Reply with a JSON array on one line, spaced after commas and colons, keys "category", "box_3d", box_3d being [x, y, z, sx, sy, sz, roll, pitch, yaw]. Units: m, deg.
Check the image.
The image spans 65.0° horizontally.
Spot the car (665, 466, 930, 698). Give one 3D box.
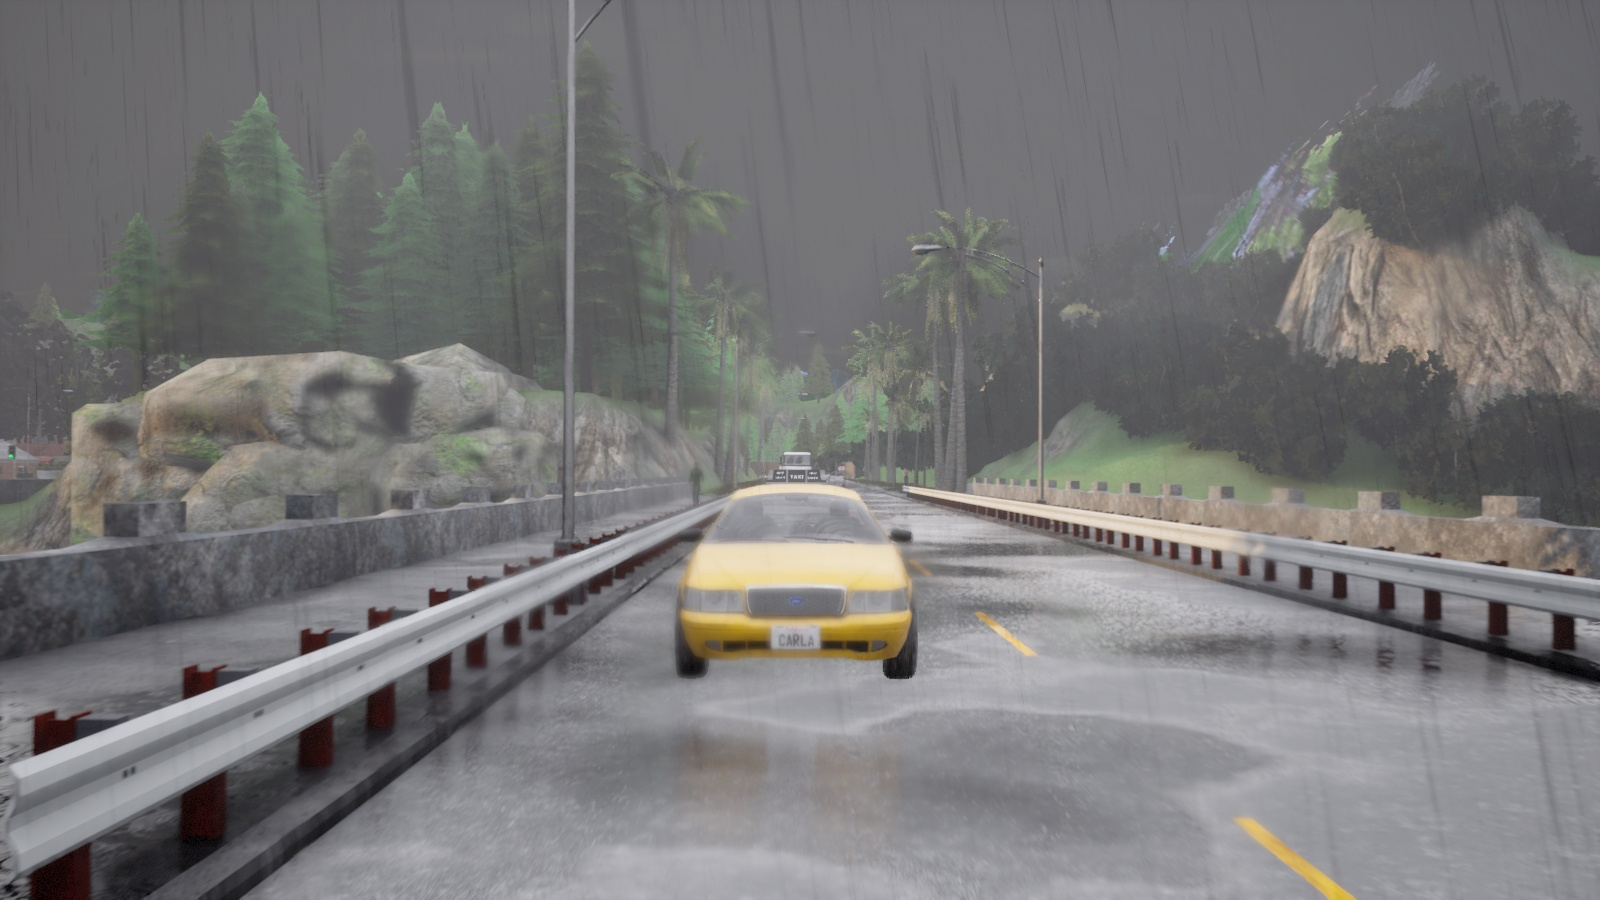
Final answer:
[{"category": "car", "box_3d": [-0.024, 0.941, 11.256, 1.801, 1.575, 5.366, 0, -1, 0]}]

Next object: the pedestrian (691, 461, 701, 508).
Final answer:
[{"category": "pedestrian", "box_3d": [-4.096, 1.370, 49.549, 0.353, 1.847, 0.614, 0, -1, 0]}]
